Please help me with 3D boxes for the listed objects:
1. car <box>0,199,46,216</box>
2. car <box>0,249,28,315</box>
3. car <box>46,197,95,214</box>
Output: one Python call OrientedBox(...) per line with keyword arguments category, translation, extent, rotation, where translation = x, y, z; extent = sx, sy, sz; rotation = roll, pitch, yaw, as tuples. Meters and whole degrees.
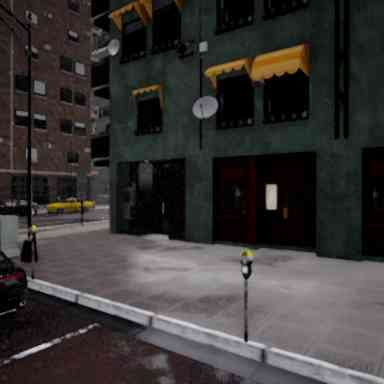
OrientedBox(category="car", translation=(-14.414, 1.278, 26.325), extent=(2.008, 1.369, 4.403), rotation=(1, 1, 35))
OrientedBox(category="car", translation=(-4.841, 1.532, 6.320), extent=(4.403, 1.369, 2.008), rotation=(0, 0, 35))
OrientedBox(category="car", translation=(-11.327, 1.178, 30.752), extent=(1.752, 1.417, 4.829), rotation=(1, 1, 35))
